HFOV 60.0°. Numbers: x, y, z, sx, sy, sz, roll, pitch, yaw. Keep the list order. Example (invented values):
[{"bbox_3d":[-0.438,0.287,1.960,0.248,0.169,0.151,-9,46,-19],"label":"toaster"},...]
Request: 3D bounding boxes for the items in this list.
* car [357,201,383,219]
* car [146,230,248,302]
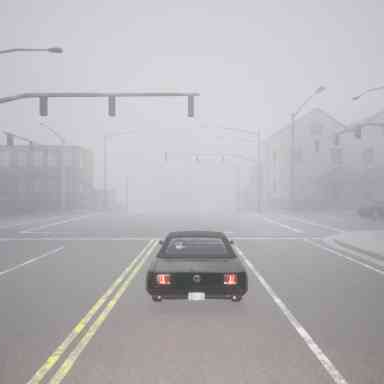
[{"bbox_3d":[16.674,1.477,28.200,5.008,1.535,1.882,0,0,-1],"label":"car"},{"bbox_3d":[0.106,1.601,8.234,1.895,1.301,4.718,0,0,0],"label":"car"}]
